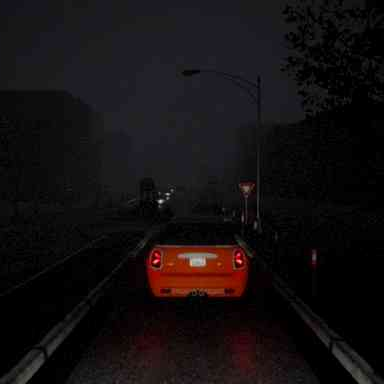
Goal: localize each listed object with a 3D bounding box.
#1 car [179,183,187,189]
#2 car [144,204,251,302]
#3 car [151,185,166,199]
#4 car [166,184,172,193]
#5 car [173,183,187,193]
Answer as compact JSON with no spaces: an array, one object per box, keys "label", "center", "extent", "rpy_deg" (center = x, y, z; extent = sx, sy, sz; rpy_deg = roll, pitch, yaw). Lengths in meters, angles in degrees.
[{"label":"car","center":[-2.372,-1.587,87.357],"extent":[1.882,1.535,5.008],"rpy_deg":[0,2,0]},{"label":"car","center":[0.111,1.344,8.408],"extent":[2.097,1.767,4.553],"rpy_deg":[0,0,0]},{"label":"car","center":[-5.371,0.093,48.731],"extent":[2.097,1.767,4.553],"rpy_deg":[0,3,0]},{"label":"car","center":[-5.356,-0.546,64.526],"extent":[1.812,1.442,4.674],"rpy_deg":[0,3,0]},{"label":"car","center":[-2.222,-0.692,66.843],"extent":[1.837,1.490,4.892],"rpy_deg":[0,3,0]}]
